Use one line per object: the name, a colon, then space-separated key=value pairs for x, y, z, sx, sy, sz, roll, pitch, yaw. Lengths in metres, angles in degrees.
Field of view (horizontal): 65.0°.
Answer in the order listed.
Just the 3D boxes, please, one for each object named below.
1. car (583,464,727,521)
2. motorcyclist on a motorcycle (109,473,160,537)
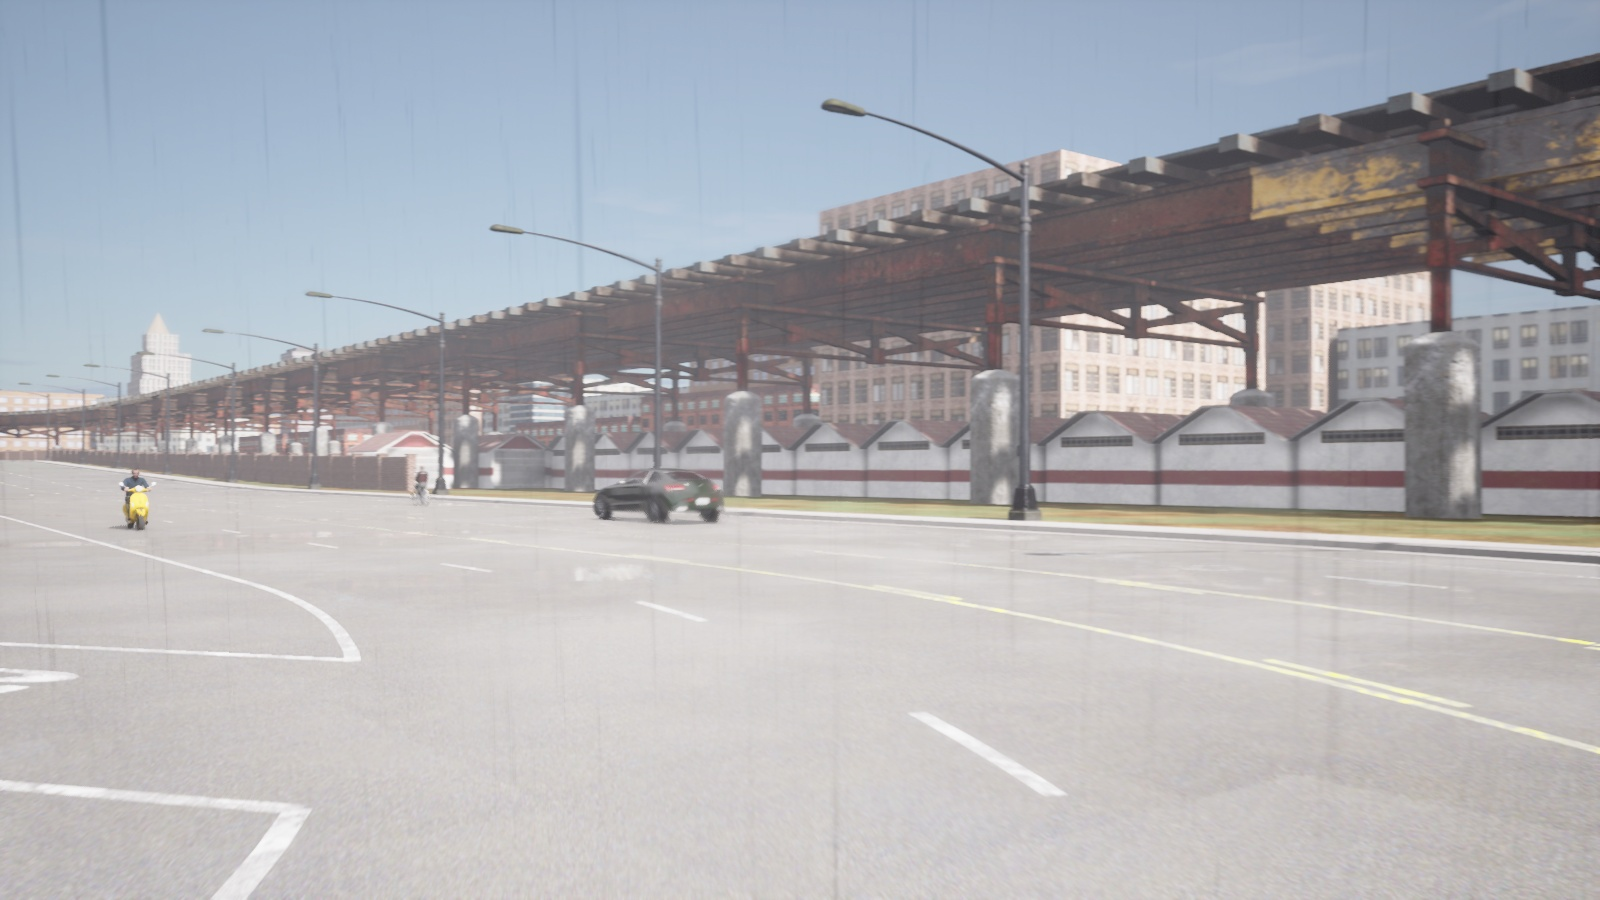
car: x=-4.582 y=1.271 z=39.000 sx=2.152 sy=1.651 sz=5.027 roll=0 pitch=-1 yaw=-38
motorcyclist on a motorcycle: x=-17.133 y=1.400 z=32.311 sx=0.866 sy=1.590 sz=1.817 roll=0 pitch=-1 yaw=-38
